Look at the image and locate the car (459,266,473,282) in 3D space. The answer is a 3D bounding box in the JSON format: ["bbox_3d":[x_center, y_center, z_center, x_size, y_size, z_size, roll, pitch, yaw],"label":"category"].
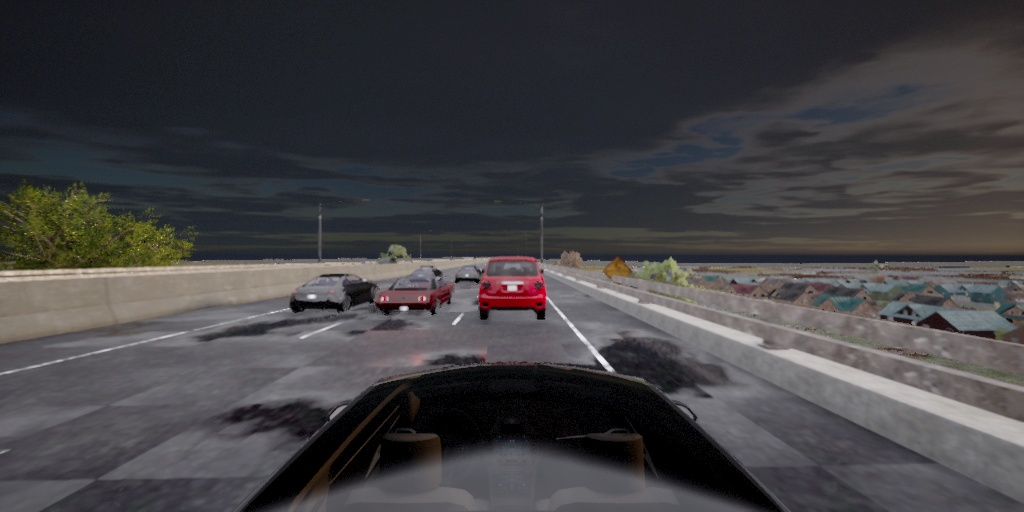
[{"bbox_3d":[-3.457,1.477,29.579,1.994,1.385,4.181,0,0,0],"label":"car"}]

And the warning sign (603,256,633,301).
[{"bbox_3d":[4.548,0.948,15.510,1.300,1.860,1.060,0,0,0],"label":"warning sign"}]

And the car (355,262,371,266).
[{"bbox_3d":[-24.528,1.673,59.972,1.895,1.301,4.718,0,0,1],"label":"car"}]

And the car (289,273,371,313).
[{"bbox_3d":[-6.955,1.391,14.498,1.994,1.385,4.181,0,0,0],"label":"car"}]

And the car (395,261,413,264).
[{"bbox_3d":[-17.545,1.600,60.335,1.812,1.442,4.674,0,0,1],"label":"car"}]

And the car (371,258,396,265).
[{"bbox_3d":[-21.037,1.294,60.111,2.150,2.045,5.566,0,0,1],"label":"car"}]

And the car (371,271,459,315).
[{"bbox_3d":[-3.463,1.423,13.792,1.895,1.301,4.718,0,0,0],"label":"car"}]

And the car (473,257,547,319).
[{"bbox_3d":[0.032,1.042,13.251,2.150,2.045,5.566,0,0,0],"label":"car"}]

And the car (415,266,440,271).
[{"bbox_3d":[-6.958,1.477,29.638,1.994,1.385,4.181,0,0,0],"label":"car"}]
